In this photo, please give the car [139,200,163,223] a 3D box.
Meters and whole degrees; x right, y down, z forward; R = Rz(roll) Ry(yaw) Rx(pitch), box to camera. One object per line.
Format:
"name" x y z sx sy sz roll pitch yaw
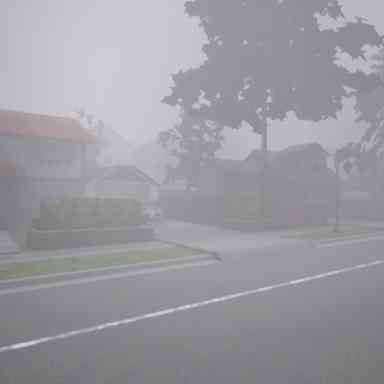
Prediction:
"car" -3.517 1.260 22.109 1.970 1.475 3.806 1 0 -35
